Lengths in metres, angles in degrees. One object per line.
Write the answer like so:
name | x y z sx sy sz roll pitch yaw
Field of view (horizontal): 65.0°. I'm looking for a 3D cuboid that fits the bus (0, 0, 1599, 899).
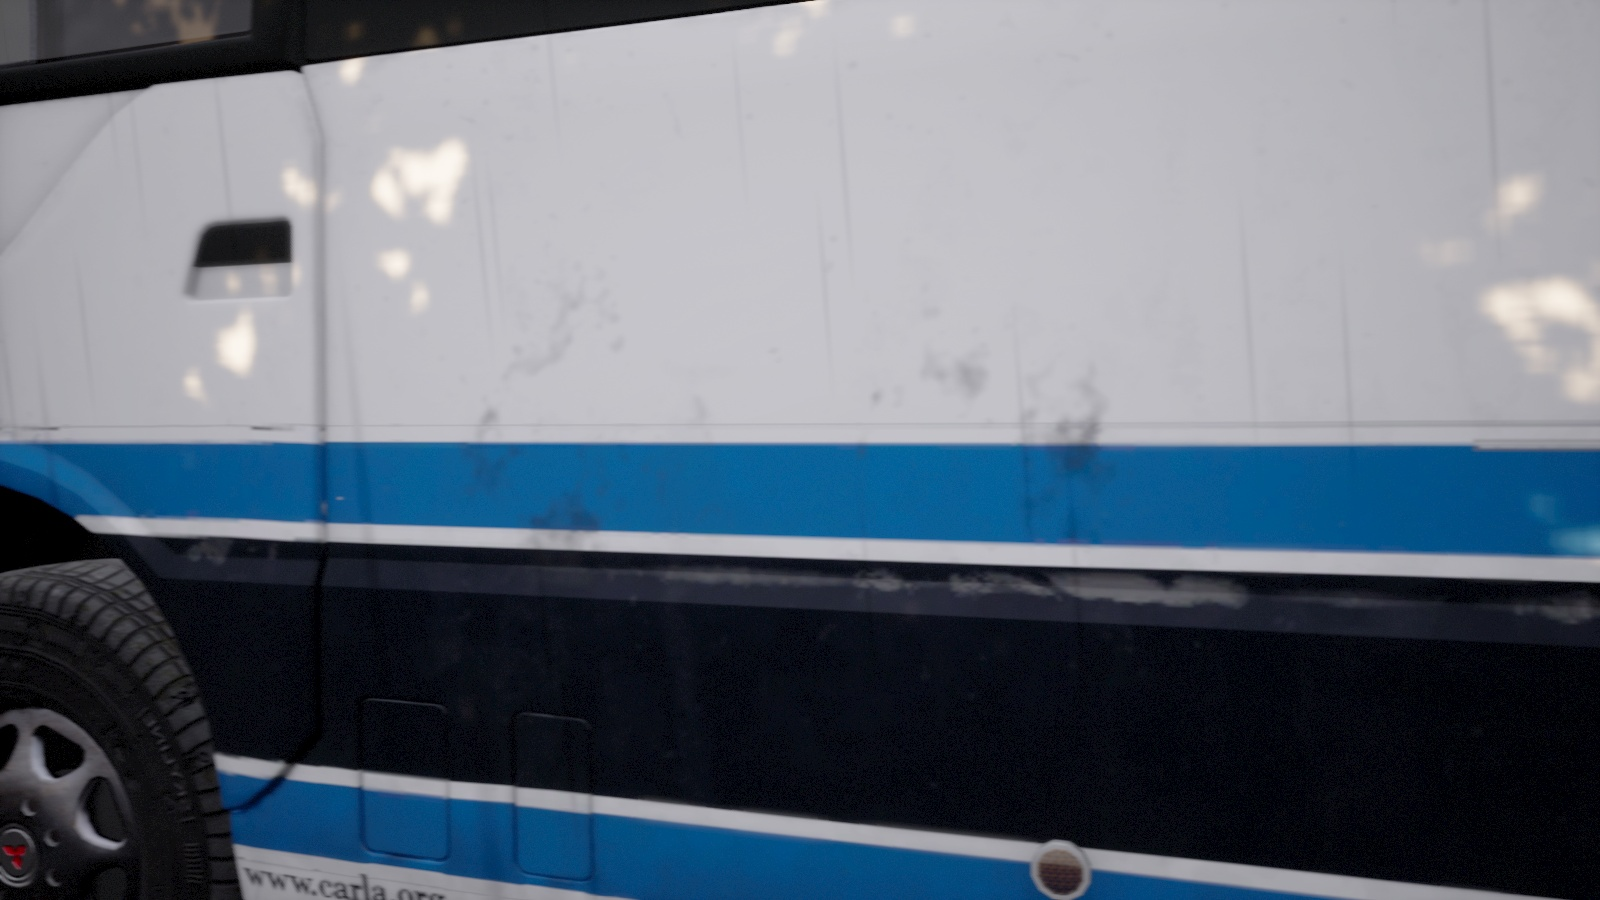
bus | 1.536 -0.596 3.206 10.273 4.253 3.944 1 1 20
